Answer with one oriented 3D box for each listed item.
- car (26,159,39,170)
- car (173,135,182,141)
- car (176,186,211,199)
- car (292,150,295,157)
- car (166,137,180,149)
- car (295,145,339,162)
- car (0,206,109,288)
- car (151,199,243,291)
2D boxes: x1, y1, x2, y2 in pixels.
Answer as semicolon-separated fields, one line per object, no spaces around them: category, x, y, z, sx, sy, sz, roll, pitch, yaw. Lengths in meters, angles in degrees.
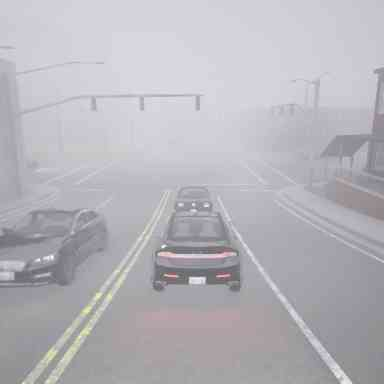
car;-18.296;-3.010;34.677;4.181;1.385;1.994;0;12;1
car;-3.493;-10.621;69.214;1.994;1.385;4.181;0;12;0
car;0.086;0.327;18.079;1.895;1.301;4.718;0;8;0
car;15.973;-5.491;44.965;4.553;1.767;2.097;0;12;0
car;-3.564;-8.508;59.391;1.837;1.490;4.892;0;12;0
car;15.806;-4.739;41.547;4.553;1.767;2.097;0;12;0
car;-3.580;1.196;8.813;2.128;1.511;4.902;0;4;0
car;0.100;1.221;8.373;2.128;1.511;4.902;0;4;0
